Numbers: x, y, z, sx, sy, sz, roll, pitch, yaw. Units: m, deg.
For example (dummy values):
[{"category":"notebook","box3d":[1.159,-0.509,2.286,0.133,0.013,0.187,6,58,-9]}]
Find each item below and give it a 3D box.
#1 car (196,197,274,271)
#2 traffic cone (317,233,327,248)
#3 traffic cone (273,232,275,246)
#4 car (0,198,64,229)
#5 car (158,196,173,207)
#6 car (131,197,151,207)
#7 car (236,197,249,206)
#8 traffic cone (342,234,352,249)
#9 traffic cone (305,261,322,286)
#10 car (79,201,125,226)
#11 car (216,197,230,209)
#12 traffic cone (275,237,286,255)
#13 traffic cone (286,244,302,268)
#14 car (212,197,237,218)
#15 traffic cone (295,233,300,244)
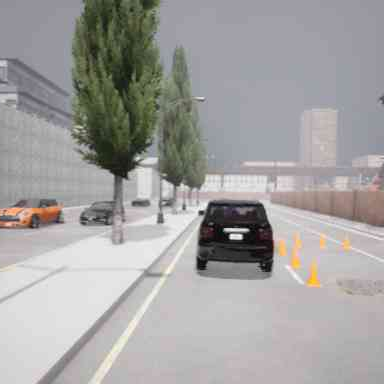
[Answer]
[{"category":"car","box3d":[1.352,1.239,11.188,2.150,2.045,5.566,1,0,5]},{"category":"traffic cone","box3d":[5.504,2.046,14.081,0.340,0.580,0.340,1,0,5]},{"category":"traffic cone","box3d":[3.511,2.010,14.246,0.340,0.580,0.340,1,0,5]},{"category":"car","box3d":[-9.652,1.167,20.078,2.097,1.767,4.553,1,0,5]},{"category":"car","box3d":[-3.709,1.397,48.770,2.128,1.511,4.902,1,0,5]},{"category":"car","box3d":[-7.318,1.442,47.755,1.895,1.301,4.718,1,0,5]},{"category":"car","box3d":[8.564,1.598,57.182,1.882,1.535,5.008,1,0,5]},{"category":"traffic cone","box3d":[6.500,2.064,13.998,0.340,0.580,0.340,1,0,5]},{"category":"traffic cone","box3d":[3.016,2.005,8.266,0.340,0.580,0.340,1,0,5]},{"category":"car","box3d":[-5.945,1.385,22.478,1.837,1.490,4.892,1,0,5]},{"category":"car","box3d":[4.419,1.528,48.311,1.882,1.535,5.008,1,0,5]},{"category":"traffic cone","box3d":[3.346,2.008,12.252,0.340,0.580,0.340,1,0,5]},{"category":"traffic cone","box3d":[3.181,2.006,10.259,0.340,0.580,0.340,1,0,5]},{"category":"car","box3d":[3.018,1.387,31.360,2.097,1.767,4.553,1,0,5]},{"category":"traffic cone","box3d":[4.507,2.028,14.163,0.340,0.580,0.340,1,0,5]}]
